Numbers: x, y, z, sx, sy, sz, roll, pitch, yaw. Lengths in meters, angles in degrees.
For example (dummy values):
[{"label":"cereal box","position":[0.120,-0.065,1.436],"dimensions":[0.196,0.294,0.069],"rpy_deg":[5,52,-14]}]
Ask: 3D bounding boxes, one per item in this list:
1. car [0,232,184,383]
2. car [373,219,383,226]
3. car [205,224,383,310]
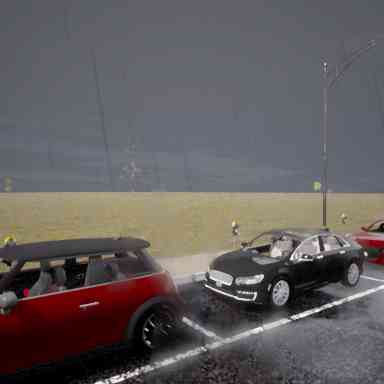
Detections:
[{"label":"car","position":[-2.202,1.440,4.516],"dimensions":[4.097,1.590,1.967],"rpy_deg":[0,1,-36]},{"label":"car","position":[6.807,1.546,10.953],"dimensions":[4.507,1.381,1.887],"rpy_deg":[0,1,-36]},{"label":"car","position":[2.302,1.551,7.735],"dimensions":[4.403,1.369,2.008],"rpy_deg":[0,1,-36]}]
